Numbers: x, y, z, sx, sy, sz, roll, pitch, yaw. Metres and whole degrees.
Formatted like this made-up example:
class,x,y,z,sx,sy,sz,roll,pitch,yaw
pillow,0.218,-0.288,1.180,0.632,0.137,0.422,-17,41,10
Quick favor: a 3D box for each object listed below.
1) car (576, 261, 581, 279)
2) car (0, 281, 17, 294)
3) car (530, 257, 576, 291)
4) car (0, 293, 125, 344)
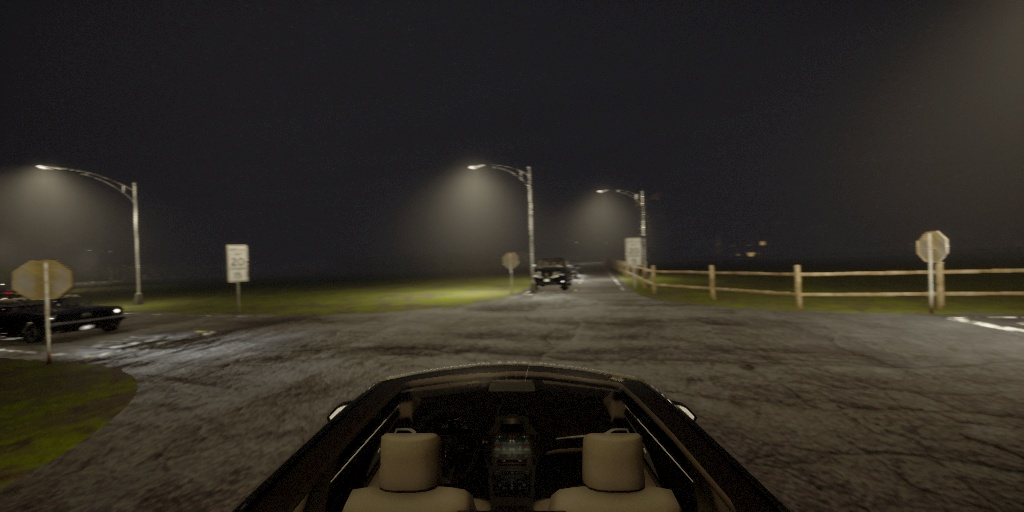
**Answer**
class,x,y,z,sx,sy,sz,roll,pitch,yaw
car,5.273,1.444,34.353,1.994,1.385,4.181,-2,-1,13
car,-32.678,2.532,22.805,5.008,1.535,1.882,-2,0,30
car,2.674,1.087,23.479,2.150,2.045,5.566,-2,-1,14
car,-15.291,1.976,11.816,4.718,1.301,1.895,-2,0,18
